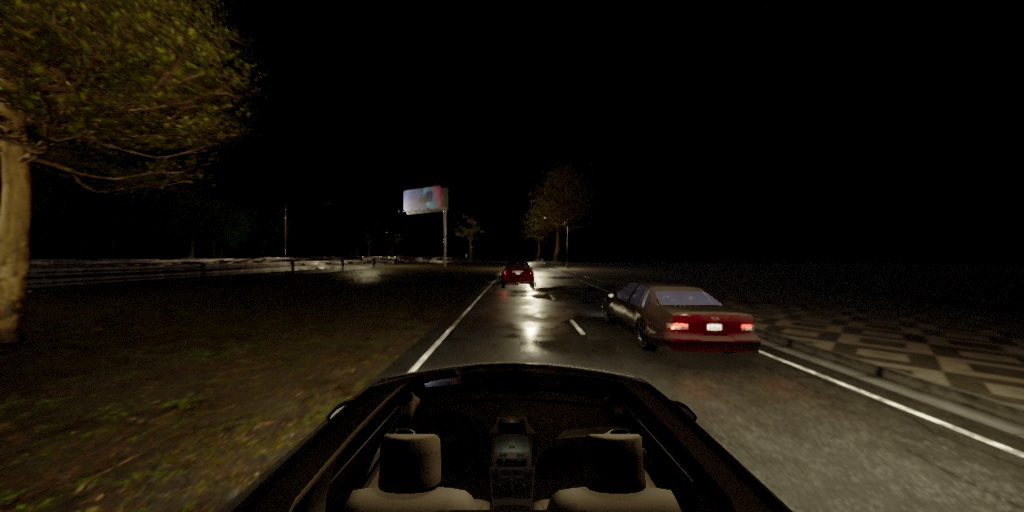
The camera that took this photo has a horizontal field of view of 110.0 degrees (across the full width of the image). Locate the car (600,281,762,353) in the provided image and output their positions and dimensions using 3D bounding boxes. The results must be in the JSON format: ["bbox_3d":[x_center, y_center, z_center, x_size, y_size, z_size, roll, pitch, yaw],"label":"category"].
[{"bbox_3d":[3.681,1.328,8.970,2.033,1.411,5.357,1,0,1],"label":"car"}]

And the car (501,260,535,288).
[{"bbox_3d":[0.400,1.094,24.159,2.097,1.767,4.553,1,0,1],"label":"car"}]
